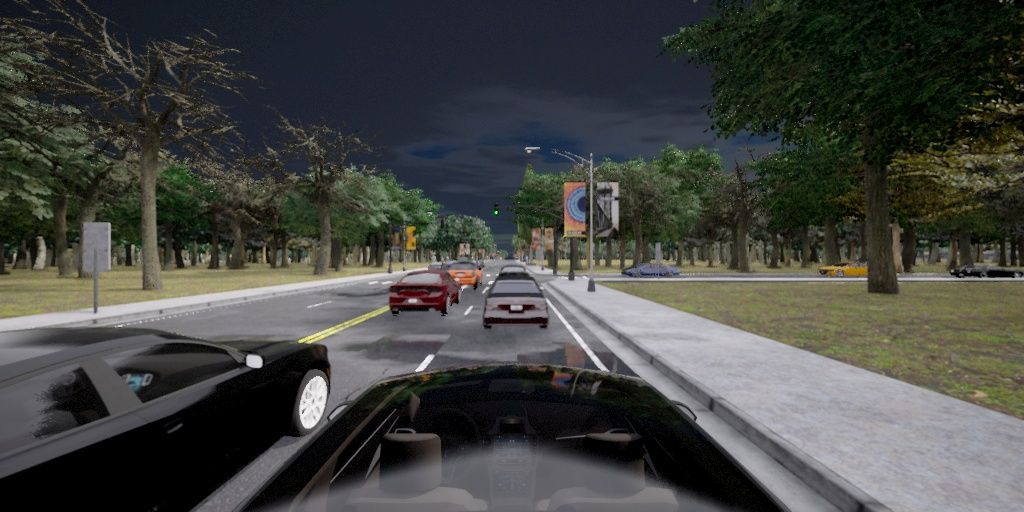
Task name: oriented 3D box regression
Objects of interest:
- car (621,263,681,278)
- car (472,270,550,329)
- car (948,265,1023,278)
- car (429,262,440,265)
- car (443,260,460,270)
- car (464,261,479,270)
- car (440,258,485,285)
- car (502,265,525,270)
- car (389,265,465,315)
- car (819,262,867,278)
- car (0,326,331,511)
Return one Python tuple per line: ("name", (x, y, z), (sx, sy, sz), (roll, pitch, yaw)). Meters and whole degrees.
("car", (13.622, 1.409, 35.315), (5.357, 1.411, 2.033), (0, 0, 0))
("car", (0.095, 1.334, 11.400), (2.033, 1.411, 5.357), (0, 0, 0))
("car", (42.836, 1.430, 32.380), (4.718, 1.301, 1.895), (0, 0, 1))
("car", (-9.835, 1.465, 47.251), (1.812, 1.442, 4.674), (0, 0, 0))
("car", (-9.824, 1.470, 58.530), (1.882, 1.535, 5.008), (0, 0, 0))
("car", (-6.574, 1.518, 58.589), (1.812, 1.442, 4.674), (0, 0, 0))
("car", (-3.147, 1.189, 24.042), (2.097, 1.767, 4.553), (0, 0, 0))
("car", (0.086, 1.311, 23.071), (1.882, 1.535, 5.008), (0, 0, 0))
("car", (-3.150, 1.273, 13.788), (1.882, 1.535, 5.008), (0, 0, 0))
("car", (33.103, 1.320, 35.285), (5.008, 1.535, 1.882), (0, 0, 0))
("car", (-3.154, 1.230, 2.438), (1.882, 1.535, 5.008), (0, 0, 0))
